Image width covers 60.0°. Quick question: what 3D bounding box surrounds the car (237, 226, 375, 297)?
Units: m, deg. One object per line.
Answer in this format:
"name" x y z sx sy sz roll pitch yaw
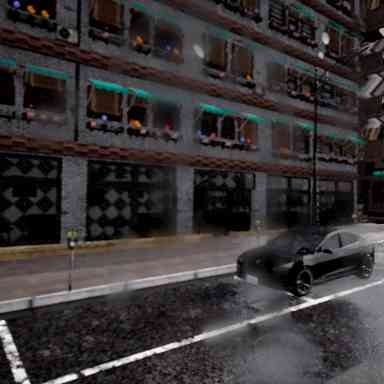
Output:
"car" 3.151 1.625 8.793 4.313 1.339 1.947 1 1 -35
